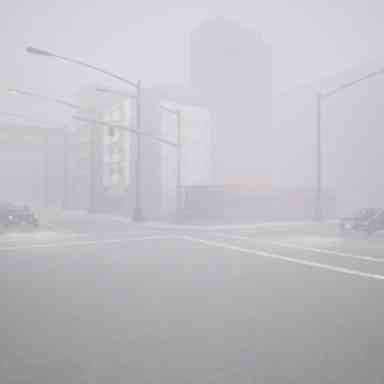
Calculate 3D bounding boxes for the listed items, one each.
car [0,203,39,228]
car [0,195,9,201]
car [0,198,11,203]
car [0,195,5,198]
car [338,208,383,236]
[{"bbox_3d":[-11.707,1.624,22.475,1.895,1.301,4.718,0,0,-35],"label":"car"},{"bbox_3d":[-42.261,1.358,73.148,4.536,1.218,1.853,0,0,35],"label":"car"},{"bbox_3d":[-17.310,1.573,30.474,2.033,1.411,5.357,0,0,-35],"label":"car"},{"bbox_3d":[-42.219,1.516,73.118,4.974,1.542,2.038,0,0,35],"label":"car"},{"bbox_3d":[10.898,1.738,20.327,4.902,1.511,2.128,1,-1,-35],"label":"car"}]
